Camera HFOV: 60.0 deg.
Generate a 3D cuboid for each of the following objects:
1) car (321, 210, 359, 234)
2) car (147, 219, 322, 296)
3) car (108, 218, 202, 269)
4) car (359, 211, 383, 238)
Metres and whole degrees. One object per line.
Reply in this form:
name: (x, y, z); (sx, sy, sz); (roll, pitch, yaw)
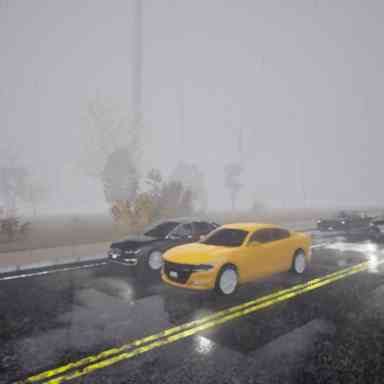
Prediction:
car: (9.798, 1.844, 21.023); (4.718, 1.301, 1.895); (0, -1, -41)
car: (1.440, 1.636, 9.375); (5.008, 1.535, 1.882); (0, -1, -41)
car: (-0.588, 1.741, 11.923); (4.892, 1.490, 1.837); (0, -1, -41)
car: (11.338, 1.655, 18.056); (4.902, 1.511, 2.128); (0, -1, -41)
